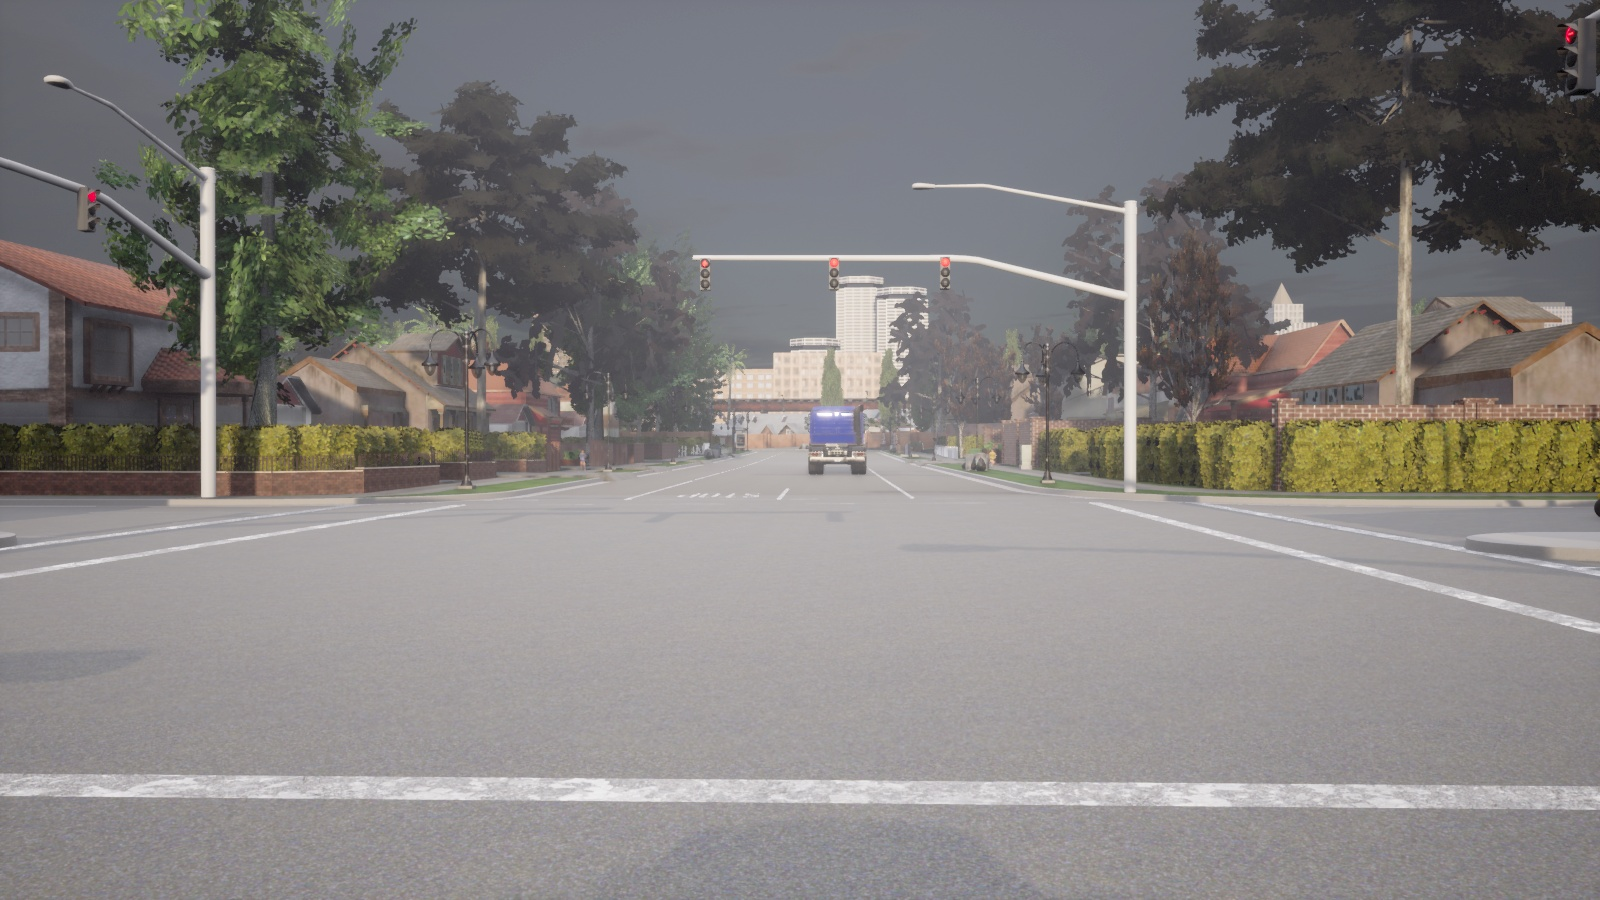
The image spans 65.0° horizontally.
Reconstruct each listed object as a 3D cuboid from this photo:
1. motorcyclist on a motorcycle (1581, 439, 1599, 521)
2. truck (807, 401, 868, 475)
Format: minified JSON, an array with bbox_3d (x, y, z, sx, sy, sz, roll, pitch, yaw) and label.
[{"bbox_3d":[16.364,0.575,24.398,1.817,1.590,0.866,0,0,1],"label":"motorcyclist on a motorcycle"},{"bbox_3d":[1.843,-0.588,62.766,2.891,3.462,7.936,0,0,1],"label":"truck"}]
